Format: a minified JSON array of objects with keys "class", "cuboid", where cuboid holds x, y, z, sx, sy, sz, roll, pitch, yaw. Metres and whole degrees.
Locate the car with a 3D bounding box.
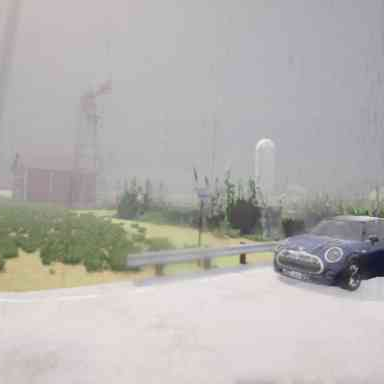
[{"class":"car","cuboid":[4.458,1.499,9.549,4.553,1.767,2.097,1,0,-34]}]
